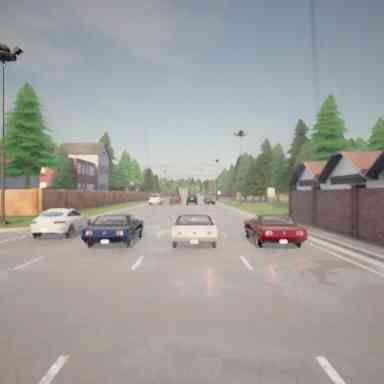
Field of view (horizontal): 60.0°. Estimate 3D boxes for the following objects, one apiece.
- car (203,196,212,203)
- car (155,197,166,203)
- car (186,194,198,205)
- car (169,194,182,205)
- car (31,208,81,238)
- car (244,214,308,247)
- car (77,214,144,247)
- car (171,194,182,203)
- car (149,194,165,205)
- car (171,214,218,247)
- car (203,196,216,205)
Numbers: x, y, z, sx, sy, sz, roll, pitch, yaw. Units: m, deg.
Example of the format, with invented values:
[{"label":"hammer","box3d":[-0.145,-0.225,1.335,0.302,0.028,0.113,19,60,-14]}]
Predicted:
[{"label":"car","box3d":[3.500,1.626,74.414,1.837,1.490,4.892,0,0,0]},{"label":"car","box3d":[-7.000,1.721,74.443,1.895,1.301,4.718,0,0,0]},{"label":"car","box3d":[0.000,1.461,64.025,2.150,2.045,5.566,0,0,0]},{"label":"car","box3d":[-3.500,1.735,65.147,2.128,1.511,4.902,0,0,0]},{"label":"car","box3d":[-6.914,1.592,17.848,1.812,1.442,4.674,0,0,0]},{"label":"car","box3d":[3.597,1.658,15.240,1.895,1.301,4.718,0,0,0]},{"label":"car","box3d":[-3.402,1.658,15.230,1.895,1.301,4.718,0,0,0]},{"label":"car","box3d":[-3.500,1.422,75.275,2.150,2.045,5.566,0,0,0]},{"label":"car","box3d":[-7.000,1.460,64.025,2.150,2.045,5.566,0,0,0]},{"label":"car","box3d":[0.097,1.658,15.240,1.895,1.301,4.718,0,0,0]},{"label":"car","box3d":[3.500,1.842,64.441,1.895,1.301,4.718,0,0,0]}]
